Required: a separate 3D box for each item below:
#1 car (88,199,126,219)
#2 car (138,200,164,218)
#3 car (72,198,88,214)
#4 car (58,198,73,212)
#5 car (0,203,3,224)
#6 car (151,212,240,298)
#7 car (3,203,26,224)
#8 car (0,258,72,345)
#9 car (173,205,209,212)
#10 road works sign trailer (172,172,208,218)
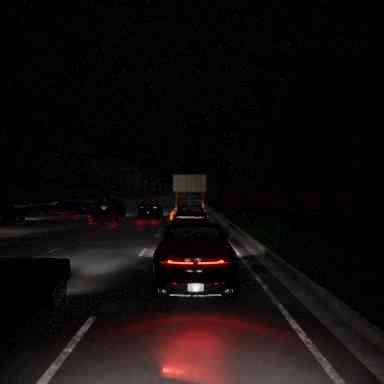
[{"bbox_3d":[-7.110,1.348,28.825,2.097,1.767,4.553,0,0,0],"label":"car"},{"bbox_3d":[-3.619,1.489,29.788,2.128,1.511,4.902,0,0,0],"label":"car"},{"bbox_3d":[-10.663,1.473,35.378,1.882,1.535,5.008,0,0,0],"label":"car"},{"bbox_3d":[-14.197,1.473,39.380,1.882,1.535,5.008,0,0,-1],"label":"car"},{"bbox_3d":[-10.482,1.219,13.607,2.150,2.045,5.566,0,0,-1],"label":"car"},{"bbox_3d":[0.052,1.504,8.525,1.837,1.490,4.892,0,0,0],"label":"car"},{"bbox_3d":[-14.073,1.524,24.489,1.812,1.442,4.674,0,-1,-1],"label":"car"},{"bbox_3d":[-3.418,1.600,4.839,1.895,1.301,4.718,0,0,0],"label":"car"},{"bbox_3d":[-0.050,1.486,18.911,2.128,1.511,4.902,0,0,1],"label":"car"},{"bbox_3d":[-0.174,0.462,22.781,2.380,3.560,2.880,0,0,-3],"label":"road works sign trailer"}]
